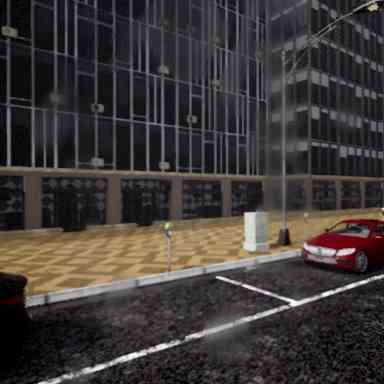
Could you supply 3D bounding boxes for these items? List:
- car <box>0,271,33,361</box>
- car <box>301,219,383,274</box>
[{"bbox_3d":[-4.111,1.576,3.624,4.313,1.339,1.947,-1,1,-36],"label":"car"},{"bbox_3d":[5.156,1.505,10.234,4.206,1.307,1.802,-1,1,-36],"label":"car"}]
